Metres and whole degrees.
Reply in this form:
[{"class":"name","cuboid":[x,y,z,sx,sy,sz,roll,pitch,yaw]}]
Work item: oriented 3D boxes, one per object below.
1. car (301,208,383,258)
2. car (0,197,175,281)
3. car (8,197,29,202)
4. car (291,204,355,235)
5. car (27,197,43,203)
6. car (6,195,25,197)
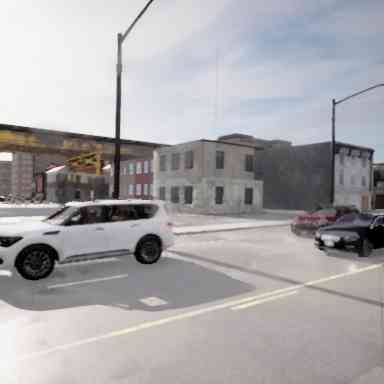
[{"class":"car","cuboid":[6.921,1.605,13.433,4.902,1.511,2.128,0,0,-36]},{"class":"car","cuboid":[-3.166,1.261,10.382,5.566,2.045,2.150,0,0,-36]},{"class":"car","cuboid":[-39.954,1.704,76.737,4.536,1.218,1.853,1,-1,24]},{"class":"car","cuboid":[7.482,1.479,18.179,4.553,1.767,2.097,0,0,-36]},{"class":"car","cuboid":[-36.184,1.773,76.896,1.853,1.218,4.536,1,-1,-6]},{"class":"car","cuboid":[-39.909,1.862,76.714,4.974,1.542,2.038,1,-1,24]}]
